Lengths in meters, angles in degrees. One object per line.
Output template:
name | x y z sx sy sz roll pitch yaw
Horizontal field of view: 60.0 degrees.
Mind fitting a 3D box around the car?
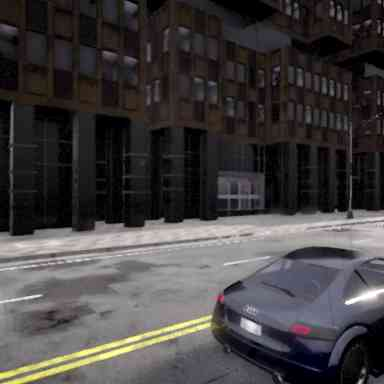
car | 2.330 1.557 5.101 4.181 1.385 1.994 0 0 -35
